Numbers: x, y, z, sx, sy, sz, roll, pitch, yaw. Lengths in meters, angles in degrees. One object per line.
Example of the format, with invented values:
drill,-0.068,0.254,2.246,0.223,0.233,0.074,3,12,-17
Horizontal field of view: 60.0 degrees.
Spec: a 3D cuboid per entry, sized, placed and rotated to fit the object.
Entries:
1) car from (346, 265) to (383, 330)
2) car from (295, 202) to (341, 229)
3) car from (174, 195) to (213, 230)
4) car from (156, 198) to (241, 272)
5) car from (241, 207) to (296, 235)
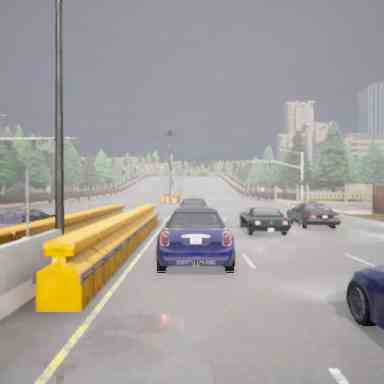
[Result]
car,3.599,1.480,3.883,1.812,1.442,4.674,0,1,0
car,7.073,1.318,19.812,2.033,1.411,5.357,0,1,3
car,0.097,1.119,20.184,2.097,1.767,4.553,0,1,0
car,0.098,1.230,10.523,2.097,1.767,4.553,0,1,0
car,3.594,1.402,17.230,1.895,1.301,4.718,0,1,1
